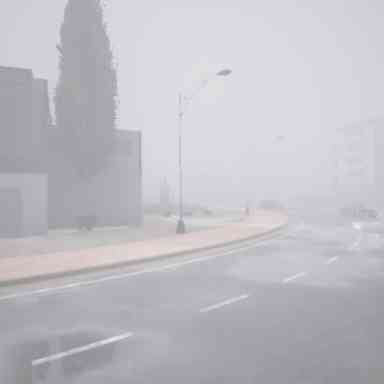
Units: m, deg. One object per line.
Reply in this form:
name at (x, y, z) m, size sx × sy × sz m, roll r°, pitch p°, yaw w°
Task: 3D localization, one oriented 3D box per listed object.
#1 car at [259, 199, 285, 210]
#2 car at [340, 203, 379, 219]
car at (10.837, 1.656, 45.309) m, size 2.128 × 1.511 × 4.902 m, roll 0°, pitch 0°, yaw -12°
car at (14.559, 1.650, 29.184) m, size 1.895 × 1.301 × 4.718 m, roll 0°, pitch 0°, yaw 9°
